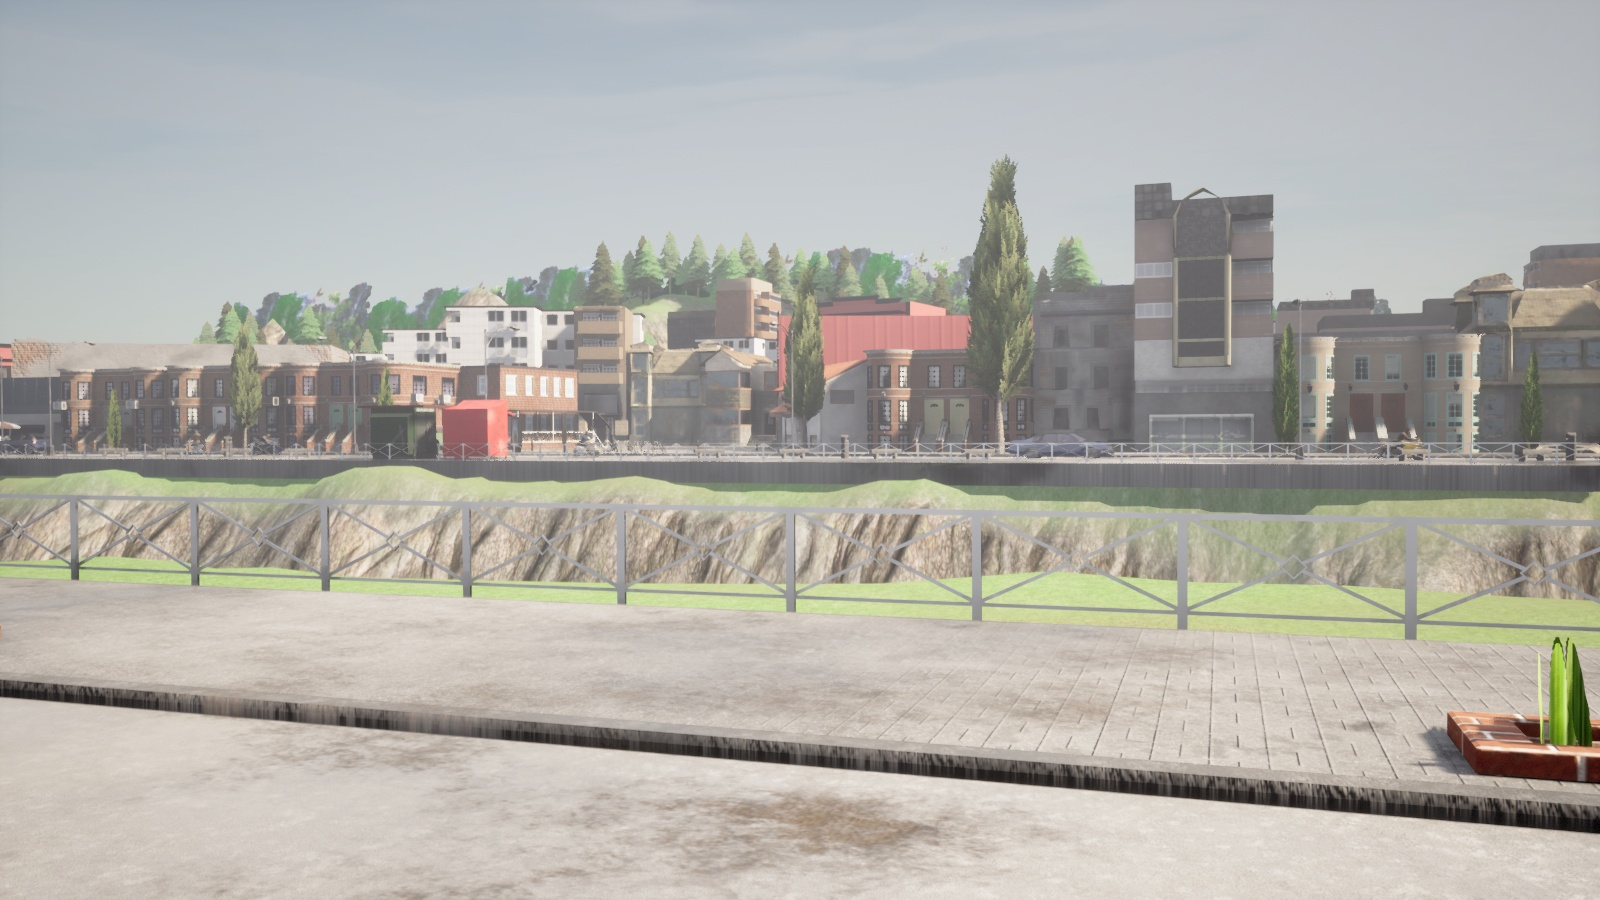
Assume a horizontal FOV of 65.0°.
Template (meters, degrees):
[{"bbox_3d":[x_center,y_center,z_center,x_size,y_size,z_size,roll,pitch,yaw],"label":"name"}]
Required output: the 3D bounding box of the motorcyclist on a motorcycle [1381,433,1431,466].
[{"bbox_3d":[28.570,-0.034,59.224,2.044,1.523,0.797,1,1,19],"label":"motorcyclist on a motorcycle"}]

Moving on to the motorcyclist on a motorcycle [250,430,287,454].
[{"bbox_3d":[-33.961,-0.536,80.233,2.191,1.530,0.866,1,1,19],"label":"motorcyclist on a motorcycle"}]

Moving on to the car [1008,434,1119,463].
[{"bbox_3d":[13.490,-0.103,64.291,5.357,1.411,2.033,1,1,19],"label":"car"}]

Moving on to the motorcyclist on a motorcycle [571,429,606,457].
[{"bbox_3d":[-12.285,-0.425,72.949,1.817,1.590,0.866,1,1,19],"label":"motorcyclist on a motorcycle"}]
